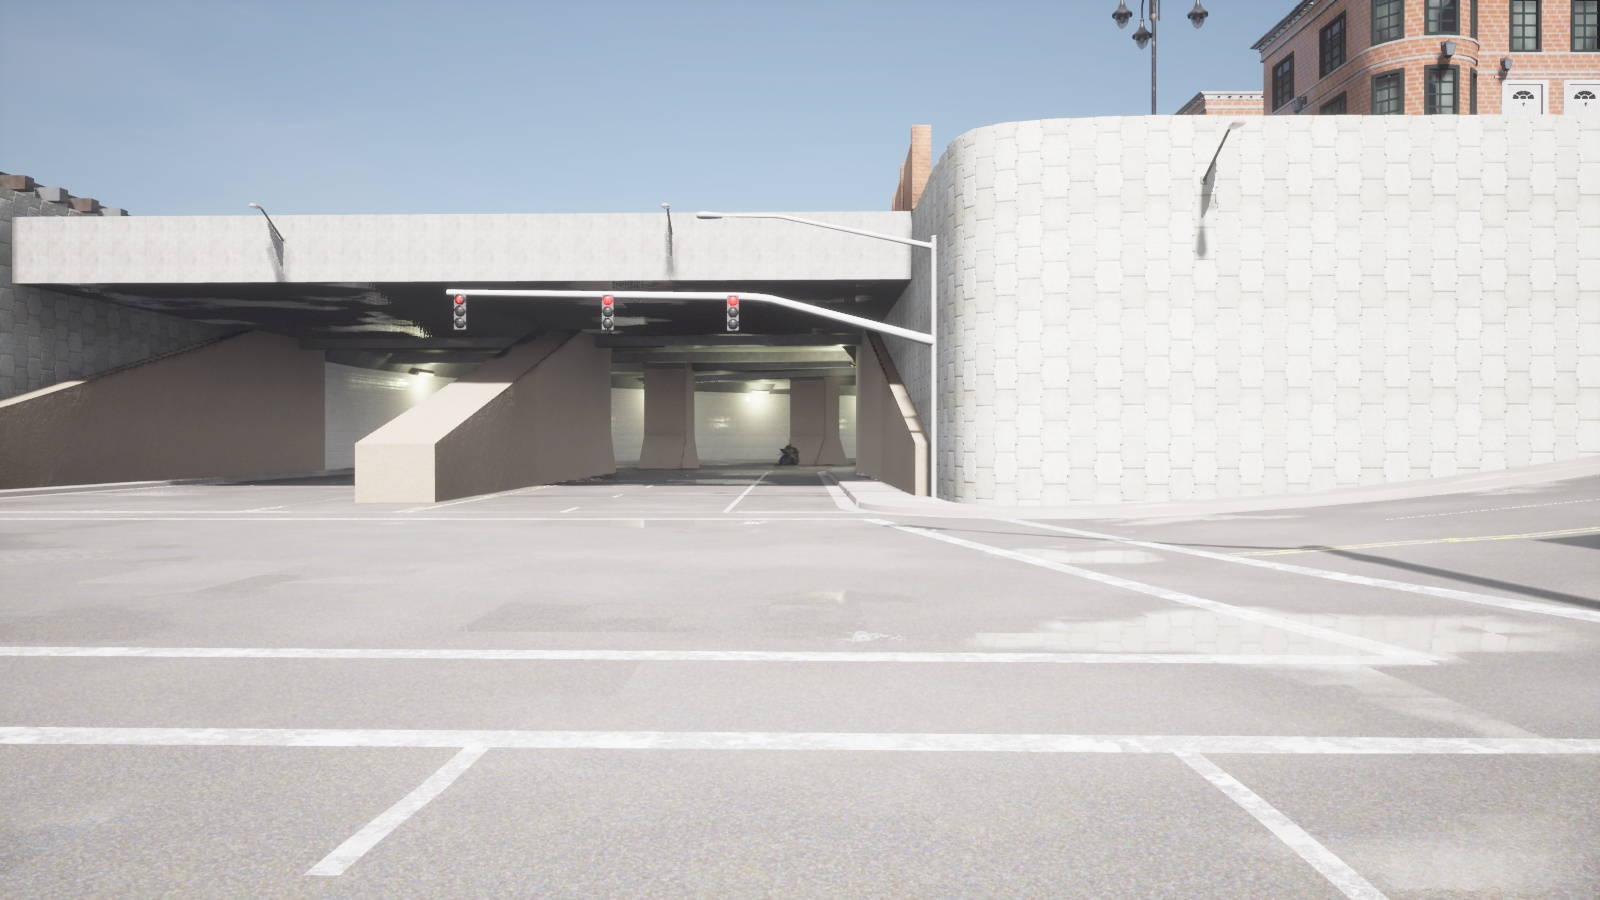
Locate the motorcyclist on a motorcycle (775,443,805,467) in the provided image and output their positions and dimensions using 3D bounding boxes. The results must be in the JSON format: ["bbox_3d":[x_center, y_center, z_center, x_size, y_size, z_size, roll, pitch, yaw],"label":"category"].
[{"bbox_3d":[-0.619,0.319,81.812,0.866,1.530,2.191,1,1,34],"label":"motorcyclist on a motorcycle"}]
